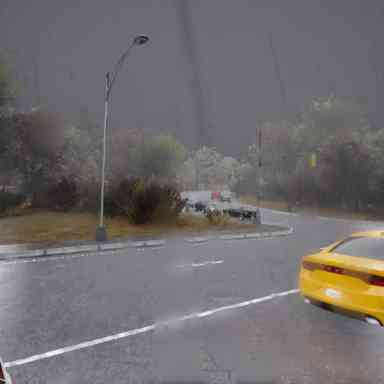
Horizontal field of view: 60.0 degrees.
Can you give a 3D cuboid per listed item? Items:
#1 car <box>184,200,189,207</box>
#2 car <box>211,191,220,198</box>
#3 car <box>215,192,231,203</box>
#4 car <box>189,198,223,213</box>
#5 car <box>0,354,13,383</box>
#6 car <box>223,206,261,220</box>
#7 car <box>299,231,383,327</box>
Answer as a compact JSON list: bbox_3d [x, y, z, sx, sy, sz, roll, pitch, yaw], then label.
[{"bbox_3d":[-1.081,1.725,52.672,1.994,1.385,4.181,2,1,-14],"label":"car"},{"bbox_3d":[5.695,0.738,78.949,2.150,2.045,5.566,2,2,-1],"label":"car"},{"bbox_3d":[6.728,1.463,68.827,1.837,1.490,4.892,2,2,-7],"label":"car"},{"bbox_3d":[1.740,1.924,43.085,2.128,1.511,4.902,2,0,-19],"label":"car"},{"bbox_3d":[-3.262,1.353,1.424,4.553,1.767,2.097,0,0,-35],"label":"car"},{"bbox_3d":[5.074,2.146,34.280,1.895,1.301,4.718,3,-1,-22],"label":"car"},{"bbox_3d":[4.329,1.542,6.841,5.008,1.535,1.882,1,-1,-35],"label":"car"}]
